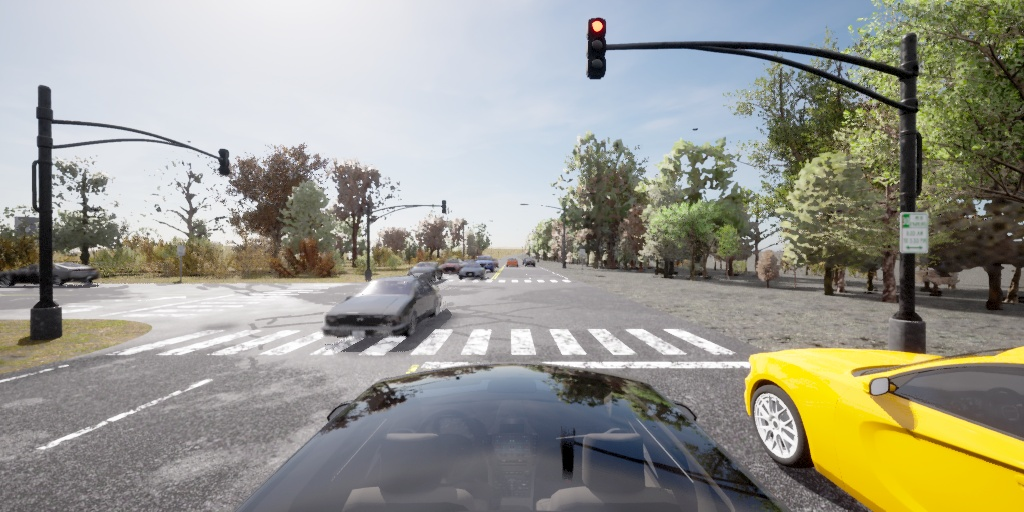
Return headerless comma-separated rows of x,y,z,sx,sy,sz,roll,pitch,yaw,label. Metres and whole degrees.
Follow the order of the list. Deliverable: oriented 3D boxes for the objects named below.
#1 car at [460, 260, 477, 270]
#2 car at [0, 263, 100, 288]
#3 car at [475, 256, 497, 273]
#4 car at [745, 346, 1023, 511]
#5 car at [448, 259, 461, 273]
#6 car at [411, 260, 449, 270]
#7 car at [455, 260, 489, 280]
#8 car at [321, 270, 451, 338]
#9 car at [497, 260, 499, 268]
-6.594,1.298,55.029,2.033,1.411,5.357,0,0,0,car
-29.495,1.179,22.845,4.902,1.511,2.128,0,0,-3,car
-3.353,0.973,44.409,2.150,2.045,5.566,0,0,0,car
3.363,1.195,1.727,1.882,1.535,5.008,0,1,0,car
-6.600,1.101,40.359,2.097,1.767,4.553,0,0,0,car
-6.598,1.217,27.728,2.128,1.511,4.902,0,-1,0,car
-3.351,1.312,30.673,1.994,1.385,4.181,0,0,0,car
-3.357,1.315,10.499,2.033,1.411,5.357,0,0,0,car
-3.334,1.107,59.359,2.097,1.767,4.553,0,0,0,car
